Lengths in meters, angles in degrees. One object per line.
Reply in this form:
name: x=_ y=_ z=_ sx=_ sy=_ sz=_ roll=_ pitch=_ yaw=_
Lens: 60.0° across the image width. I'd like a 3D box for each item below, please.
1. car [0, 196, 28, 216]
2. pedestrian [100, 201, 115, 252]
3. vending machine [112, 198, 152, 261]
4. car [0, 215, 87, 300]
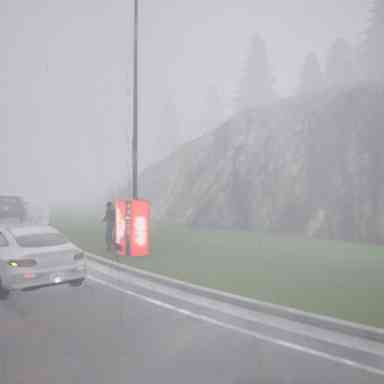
car: x=-14.239 y=1.310 z=26.055 sx=2.150 sy=2.045 sz=5.566 roll=1 pitch=0 yaw=-24
pedestrian: x=-2.987 y=1.207 z=12.039 sx=0.375 sy=1.860 sz=0.375 roll=1 pitch=0 yaw=-39
vending machine: x=-2.115 y=1.264 z=11.771 sx=1.100 sy=2.100 sz=0.880 roll=1 pitch=0 yaw=-40
car: x=-4.325 y=1.559 z=8.557 sx=1.812 sy=1.442 sz=4.674 roll=0 pitch=0 yaw=-42
